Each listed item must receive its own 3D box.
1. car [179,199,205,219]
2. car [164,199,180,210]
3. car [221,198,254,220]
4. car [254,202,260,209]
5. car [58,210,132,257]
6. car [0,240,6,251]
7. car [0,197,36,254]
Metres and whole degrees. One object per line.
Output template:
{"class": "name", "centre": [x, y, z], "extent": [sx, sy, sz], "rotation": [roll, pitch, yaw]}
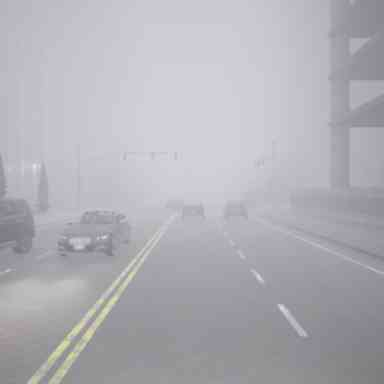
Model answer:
{"class": "car", "centre": [0.101, 1.454, 29.287], "extent": [1.882, 1.535, 5.008], "rotation": [0, 0, 0]}
{"class": "car", "centre": [-2.057, 1.529, 42.900], "extent": [1.994, 1.385, 4.181], "rotation": [0, 0, -24]}
{"class": "car", "centre": [3.569, 1.468, 28.267], "extent": [2.128, 1.511, 4.902], "rotation": [0, 0, 0]}
{"class": "car", "centre": [6.767, 1.491, 42.270], "extent": [1.812, 1.442, 4.674], "rotation": [-1, -1, 42]}
{"class": "car", "centre": [-3.582, 1.481, 13.017], "extent": [2.128, 1.511, 4.902], "rotation": [0, 0, 0]}
{"class": "car", "centre": [-3.599, 1.476, 2.166], "extent": [1.882, 1.535, 5.008], "rotation": [0, 0, 0]}
{"class": "car", "centre": [-7.087, 1.213, 10.569], "extent": [2.150, 2.045, 5.566], "rotation": [0, 0, 0]}
